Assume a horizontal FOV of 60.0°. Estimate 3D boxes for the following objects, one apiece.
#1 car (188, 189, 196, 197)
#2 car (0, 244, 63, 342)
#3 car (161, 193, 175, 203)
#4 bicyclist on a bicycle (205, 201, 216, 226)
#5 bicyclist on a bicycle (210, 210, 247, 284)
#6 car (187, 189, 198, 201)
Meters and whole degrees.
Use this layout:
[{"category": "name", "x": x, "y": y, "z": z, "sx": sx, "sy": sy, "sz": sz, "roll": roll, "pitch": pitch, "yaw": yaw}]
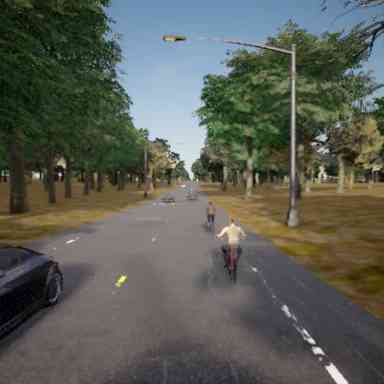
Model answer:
[{"category": "car", "x": 0.007, "y": 0.171, "z": 73.838, "sx": 1.837, "sy": 1.490, "sz": 4.892, "roll": 0, "pitch": 2, "yaw": 0}, {"category": "car", "x": -3.599, "y": 1.533, "z": 5.065, "sx": 1.994, "sy": 1.385, "sz": 4.181, "roll": 0, "pitch": 0, "yaw": 0}, {"category": "car", "x": -3.567, "y": 0.870, "z": 49.395, "sx": 1.837, "sy": 1.490, "sz": 4.892, "roll": 0, "pitch": 1, "yaw": 0}, {"category": "bicyclist on a bicycle", "x": 0.967, "y": 1.308, "z": 16.859, "sx": 0.582, "sy": 1.620, "sz": 1.656, "roll": 0, "pitch": 0, "yaw": 0}, {"category": "bicyclist on a bicycle", "x": 1.002, "y": 1.381, "z": 8.410, "sx": 0.866, "sy": 1.612, "sz": 1.509, "roll": 0, "pitch": 0, "yaw": 0}, {"category": "car", "x": 0.106, "y": 0.668, "z": 56.877, "sx": 2.128, "sy": 1.511, "sz": 4.902, "roll": 0, "pitch": 1, "yaw": 0}]
